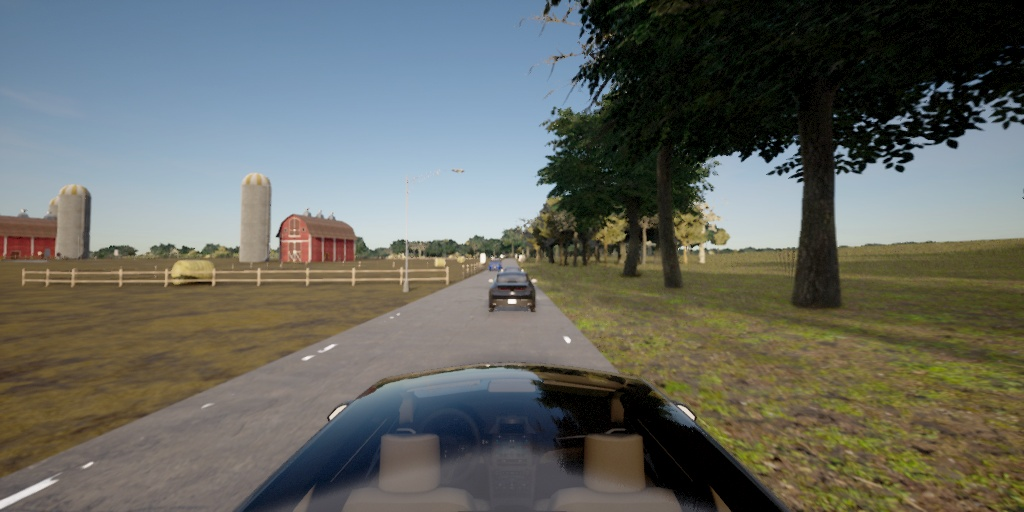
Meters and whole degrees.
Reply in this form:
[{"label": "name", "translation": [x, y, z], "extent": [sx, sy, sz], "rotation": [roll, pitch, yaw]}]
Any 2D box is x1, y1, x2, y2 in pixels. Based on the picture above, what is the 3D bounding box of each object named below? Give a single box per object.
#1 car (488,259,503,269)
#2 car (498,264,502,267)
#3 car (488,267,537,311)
[{"label": "car", "translation": [-2.796, 1.560, 61.132], "extent": [2.150, 2.045, 5.566], "rotation": [0, 0, 0]}, {"label": "car", "translation": [0.029, 1.615, 30.395], "extent": [1.994, 1.385, 4.181], "rotation": [0, -1, 0]}, {"label": "car", "translation": [0.024, 1.400, 15.357], "extent": [1.837, 1.490, 4.892], "rotation": [0, 0, 0]}]
